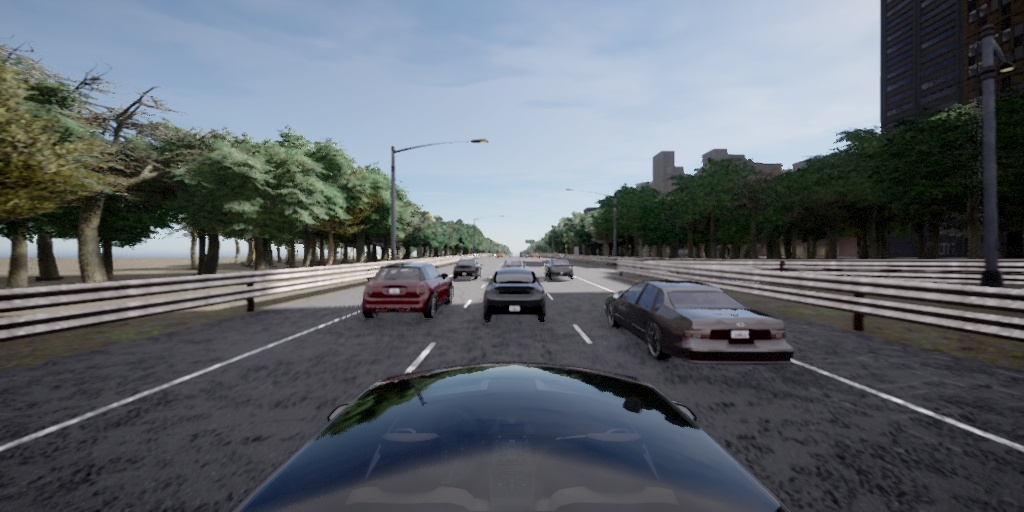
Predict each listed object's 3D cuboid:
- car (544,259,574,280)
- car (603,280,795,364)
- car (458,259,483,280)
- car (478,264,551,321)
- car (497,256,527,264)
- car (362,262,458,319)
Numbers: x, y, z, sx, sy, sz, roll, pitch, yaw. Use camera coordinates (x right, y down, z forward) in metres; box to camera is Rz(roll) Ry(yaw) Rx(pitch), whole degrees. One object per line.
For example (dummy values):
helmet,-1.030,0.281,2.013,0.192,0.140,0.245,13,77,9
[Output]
car,3.586,0.987,28.022,2.128,1.511,4.902,0,1,0
car,3.565,1.247,8.093,2.033,1.411,5.357,0,0,0
car,-3.413,1.000,28.099,1.837,1.490,4.892,0,1,0
car,0.082,1.169,12.126,1.837,1.490,4.892,0,0,0
car,0.086,0.988,27.997,2.128,1.511,4.902,0,1,0
car,-3.418,1.015,12.587,2.097,1.767,4.553,0,1,0
